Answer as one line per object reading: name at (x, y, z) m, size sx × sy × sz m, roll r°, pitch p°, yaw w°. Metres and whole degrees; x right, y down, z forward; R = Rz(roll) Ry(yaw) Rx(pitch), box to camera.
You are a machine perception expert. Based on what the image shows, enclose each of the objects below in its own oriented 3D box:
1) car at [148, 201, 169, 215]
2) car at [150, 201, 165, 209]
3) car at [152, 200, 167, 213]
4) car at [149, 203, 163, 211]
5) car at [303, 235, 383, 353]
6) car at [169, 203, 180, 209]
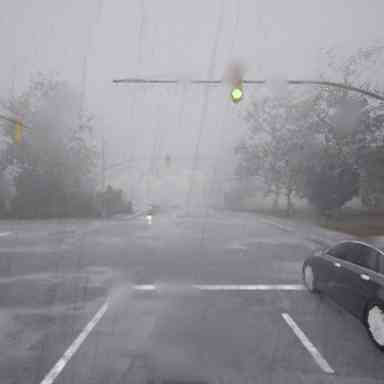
car at (-4.102, 1.872, 40.075) m, size 2.097 × 1.767 × 4.553 m, roll 0°, pitch -1°, yaw -4°
car at (-8.126, 3.064, 78.579) m, size 2.097 × 1.767 × 4.553 m, roll 0°, pitch -2°, yaw -25°
car at (-4.949, 2.134, 50.127) m, size 2.097 × 1.767 × 4.553 m, roll 0°, pitch -2°, yaw -7°
car at (-6.727, 2.710, 61.749) m, size 2.033 × 1.411 × 5.357 m, roll 0°, pitch -2°, yaw -11°
car at (3.605, 1.575, 6.196) m, size 1.837 × 1.490 × 4.892 m, roll 0°, pitch 0°, yaw 0°
car at (-4.439, 3.280, 78.753) m, size 1.895 × 1.301 × 4.718 m, roll 0°, pitch -2°, yaw -22°
